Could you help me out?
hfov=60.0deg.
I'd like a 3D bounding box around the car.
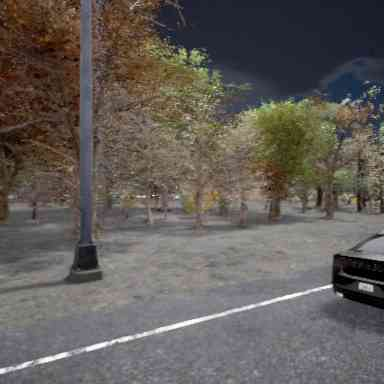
[{"bbox_3d":[5.147,1.555,7.318,5.008,1.535,1.882,0,-1,-34],"label":"car"}]
